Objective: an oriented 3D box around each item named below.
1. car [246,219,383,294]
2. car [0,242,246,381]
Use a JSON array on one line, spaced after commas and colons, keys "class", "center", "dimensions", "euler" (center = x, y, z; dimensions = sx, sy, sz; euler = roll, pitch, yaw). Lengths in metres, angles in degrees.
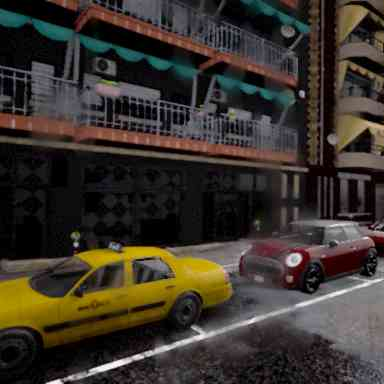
[{"class": "car", "center": [3.178, 1.511, 8.941], "dimensions": [4.097, 1.590, 1.967], "euler": [0, 0, -36]}, {"class": "car", "center": [-1.506, 1.557, 5.485], "dimensions": [4.829, 1.417, 1.752], "euler": [0, 0, -36]}]
